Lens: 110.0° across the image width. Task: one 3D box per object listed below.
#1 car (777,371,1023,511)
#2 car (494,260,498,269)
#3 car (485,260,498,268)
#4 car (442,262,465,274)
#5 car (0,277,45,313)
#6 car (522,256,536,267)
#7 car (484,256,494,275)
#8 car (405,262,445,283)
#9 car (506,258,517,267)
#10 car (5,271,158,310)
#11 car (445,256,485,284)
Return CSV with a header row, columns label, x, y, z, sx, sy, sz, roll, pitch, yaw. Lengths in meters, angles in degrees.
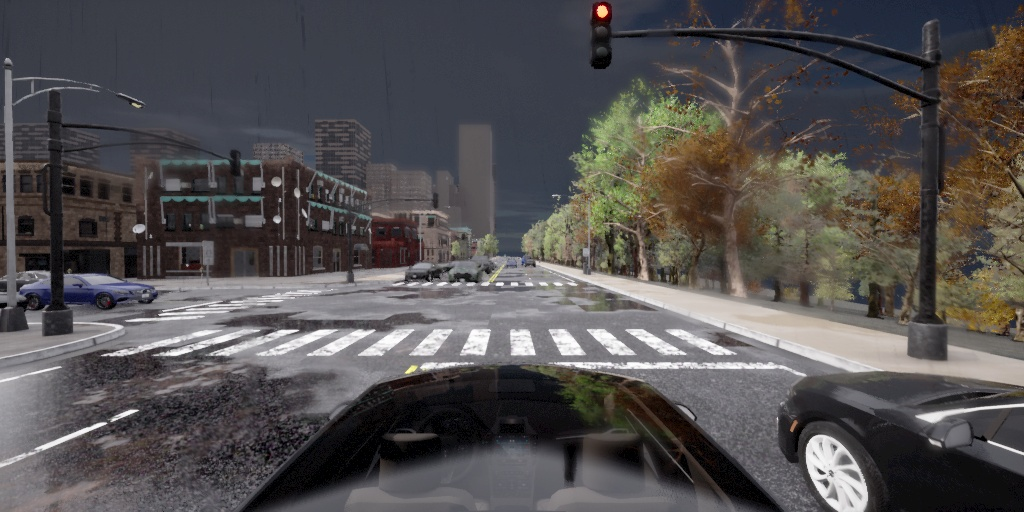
label,x,y,z,sx,sy,sz,roll,pitch,yaw
car,3.366,1.255,1.255,1.837,1.490,4.892,0,0,-2
car,-3.458,1.297,50.621,1.994,1.385,4.181,0,0,0
car,-3.449,1.328,61.058,1.895,1.301,4.718,0,0,1
car,-6.685,1.337,41.624,1.895,1.301,4.718,0,0,0
car,-19.973,1.565,12.631,4.313,1.339,1.948,0,0,0
car,3.203,1.231,63.655,1.837,1.490,4.892,0,0,0
car,-3.433,0.962,38.980,2.150,2.045,5.566,0,0,0
car,-6.890,1.220,28.408,1.882,1.535,5.008,0,0,3
car,-0.048,1.274,63.880,2.033,1.411,5.357,0,0,0
car,-18.095,1.475,15.371,4.674,1.442,1.812,-1,1,-1
car,-3.406,1.094,26.852,2.097,1.767,4.553,0,0,0
